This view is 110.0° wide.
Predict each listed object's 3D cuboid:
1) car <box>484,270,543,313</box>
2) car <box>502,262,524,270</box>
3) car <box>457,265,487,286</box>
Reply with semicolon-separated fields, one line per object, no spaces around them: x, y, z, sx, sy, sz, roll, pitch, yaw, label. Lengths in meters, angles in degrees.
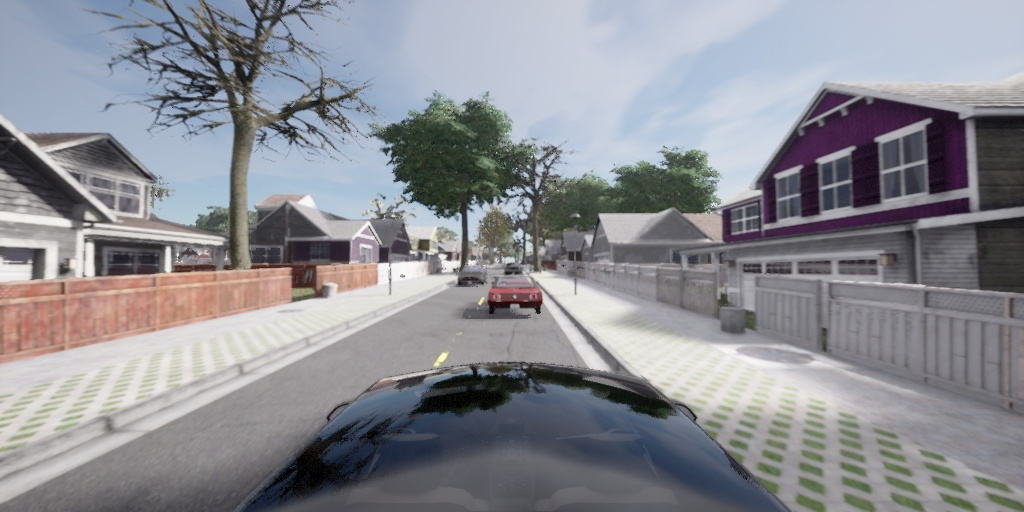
0.105;1.379;14.054;1.895;1.301;4.718;0;0;0;car
0.115;1.381;35.984;1.837;1.490;4.892;0;0;0;car
-2.740;1.374;26.048;2.033;1.411;5.357;0;0;0;car
